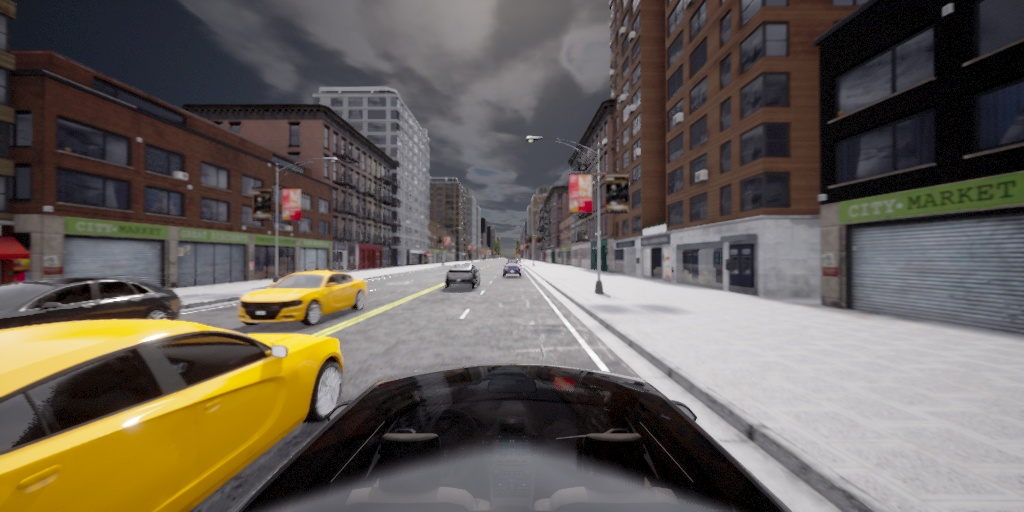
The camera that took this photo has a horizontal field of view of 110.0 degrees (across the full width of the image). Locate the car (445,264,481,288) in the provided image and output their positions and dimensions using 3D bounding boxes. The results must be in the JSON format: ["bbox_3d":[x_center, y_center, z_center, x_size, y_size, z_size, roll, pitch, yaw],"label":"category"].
[{"bbox_3d":[-3.136,1.244,23.544,2.128,1.511,4.902,0,0,0],"label":"car"}]

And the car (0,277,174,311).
[{"bbox_3d":[-9.824,1.256,7.617,1.837,1.490,4.892,0,0,0],"label":"car"}]

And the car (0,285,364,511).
[{"bbox_3d":[-3.146,1.228,2.753,1.882,1.535,5.008,0,0,0],"label":"car"}]

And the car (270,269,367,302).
[{"bbox_3d":[-6.548,1.228,11.866,1.882,1.535,5.008,0,0,0],"label":"car"}]

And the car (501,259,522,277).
[{"bbox_3d":[0.016,1.294,36.300,1.812,1.442,4.674,0,0,0],"label":"car"}]
